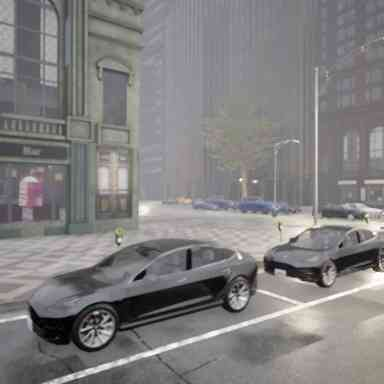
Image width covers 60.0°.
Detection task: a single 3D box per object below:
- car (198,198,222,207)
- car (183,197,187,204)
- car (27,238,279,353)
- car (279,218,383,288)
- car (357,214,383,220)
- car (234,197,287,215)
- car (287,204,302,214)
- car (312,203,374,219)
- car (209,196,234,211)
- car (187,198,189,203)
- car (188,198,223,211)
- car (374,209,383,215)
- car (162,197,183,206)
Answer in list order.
[{"bbox_3d":[3.337,1.944,62.512,1.882,1.535,5.008,0,0,-35],"label":"car"},{"bbox_3d":[-2.028,1.821,69.958,1.882,1.535,5.008,0,0,-36],"label":"car"},{"bbox_3d":[-0.631,1.593,6.200,4.313,1.339,1.947,1,-1,-35],"label":"car"},{"bbox_3d":[3.958,1.645,9.472,4.313,1.339,1.947,1,-1,-35],"label":"car"},{"bbox_3d":[8.548,1.682,12.744,4.403,1.369,2.008,1,-1,-35],"label":"car"},{"bbox_3d":[7.897,1.584,39.184,2.150,2.045,5.566,0,0,-36],"label":"car"},{"bbox_3d":[10.733,1.924,40.805,2.033,1.411,5.357,0,0,-35],"label":"car"},{"bbox_3d":[13.735,1.813,31.020,1.882,1.535,5.008,0,0,-37],"label":"car"},{"bbox_3d":[4.564,1.627,49.441,2.150,2.045,5.566,0,0,-35],"label":"car"},{"bbox_3d":[1.689,1.925,59.246,1.882,1.535,5.008,0,0,-35],"label":"car"},{"bbox_3d":[1.887,1.917,47.585,1.812,1.442,4.674,0,0,-35],"label":"car"},{"bbox_3d":[16.379,1.876,32.915,1.812,1.442,4.674,0,0,-33],"label":"car"},{"bbox_3d":[-4.428,2.003,67.726,1.812,1.442,4.674,0,0,-36],"label":"car"}]
